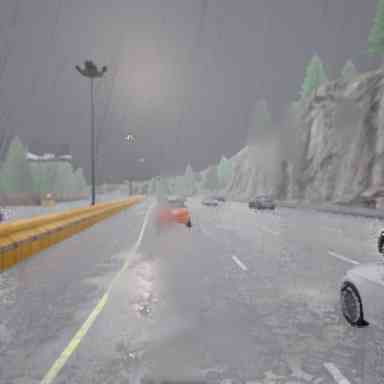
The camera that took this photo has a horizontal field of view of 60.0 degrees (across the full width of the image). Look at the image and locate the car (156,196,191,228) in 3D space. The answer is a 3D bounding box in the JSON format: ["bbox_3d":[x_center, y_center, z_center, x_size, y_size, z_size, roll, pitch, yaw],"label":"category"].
[{"bbox_3d":[-1.320,1.335,22.384,2.097,1.767,4.553,-1,0,-6],"label":"car"}]

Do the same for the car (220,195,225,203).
[{"bbox_3d":[5.060,1.332,63.676,1.837,1.490,4.892,-1,0,-5],"label":"car"}]

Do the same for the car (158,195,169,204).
[{"bbox_3d":[-5.497,1.455,63.785,1.882,1.535,5.008,-1,0,-5],"label":"car"}]

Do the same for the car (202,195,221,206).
[{"bbox_3d":[2.639,1.485,50.291,1.895,1.301,4.718,-1,0,-5],"label":"car"}]

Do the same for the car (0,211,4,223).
[{"bbox_3d":[-15.845,1.749,24.762,1.994,1.385,4.181,-1,0,-6],"label":"car"}]

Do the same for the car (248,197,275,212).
[{"bbox_3d":[7.682,1.324,36.976,2.128,1.511,4.902,-1,0,-6],"label":"car"}]

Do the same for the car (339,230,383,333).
[{"bbox_3d":[3.562,1.469,3.978,1.812,1.442,4.674,0,0,-2],"label":"car"}]

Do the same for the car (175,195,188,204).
[{"bbox_3d":[-2.002,1.419,64.018,2.128,1.511,4.902,-1,0,-5],"label":"car"}]
